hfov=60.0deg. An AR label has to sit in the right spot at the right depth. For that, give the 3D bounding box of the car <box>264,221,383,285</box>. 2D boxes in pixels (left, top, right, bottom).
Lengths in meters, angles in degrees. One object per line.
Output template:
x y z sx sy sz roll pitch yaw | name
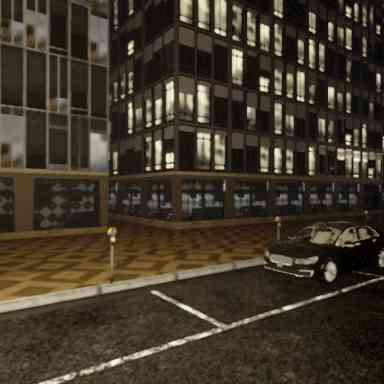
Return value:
3.915 1.534 9.346 4.403 1.369 2.008 0 0 -35 | car
